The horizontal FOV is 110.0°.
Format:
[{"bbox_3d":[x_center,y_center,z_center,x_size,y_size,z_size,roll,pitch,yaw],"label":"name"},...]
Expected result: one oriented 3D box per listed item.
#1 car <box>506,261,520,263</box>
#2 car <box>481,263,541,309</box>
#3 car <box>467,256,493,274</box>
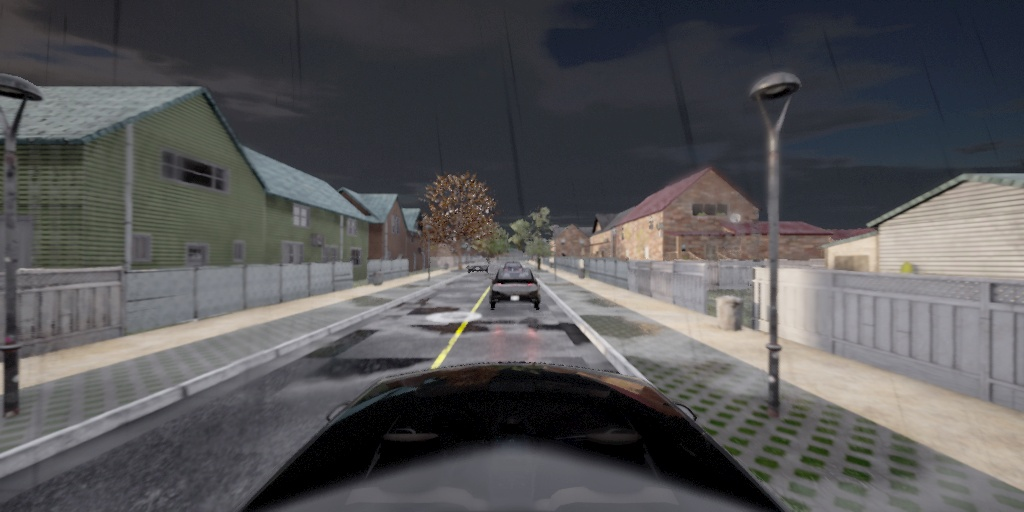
[{"bbox_3d":[0.105,1.193,32.465,2.033,1.411,5.357,0,0,0],"label":"car"},{"bbox_3d":[0.102,1.195,14.504,2.128,1.511,4.902,0,0,0],"label":"car"},{"bbox_3d":[-2.746,0.764,31.070,1.837,1.490,4.892,0,0,0],"label":"car"}]
